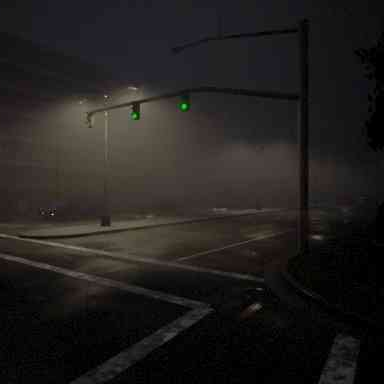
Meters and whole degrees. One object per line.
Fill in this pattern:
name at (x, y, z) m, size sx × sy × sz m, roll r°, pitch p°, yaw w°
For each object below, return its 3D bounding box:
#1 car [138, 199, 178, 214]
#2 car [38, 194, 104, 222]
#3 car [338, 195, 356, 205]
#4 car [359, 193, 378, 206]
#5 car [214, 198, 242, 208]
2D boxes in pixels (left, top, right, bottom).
car at (-3.563, 1.477, 35.362) m, size 1.882 × 1.535 × 5.008 m, roll 0°, pitch 0°, yaw 36°
car at (-9.535, 1.221, 27.117) m, size 2.150 × 2.045 × 5.566 m, roll 0°, pitch 0°, yaw 36°
car at (26.656, 1.352, 57.153) m, size 2.097 × 1.767 × 4.553 m, roll 0°, pitch 0°, yaw 36°
car at (28.722, 1.221, 54.039) m, size 2.150 × 2.045 × 5.566 m, roll 0°, pitch 0°, yaw 36°
car at (5.185, 1.547, 47.419) m, size 2.033 × 1.411 × 5.357 m, roll 0°, pitch 0°, yaw 36°
